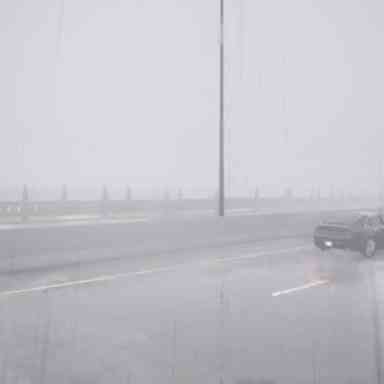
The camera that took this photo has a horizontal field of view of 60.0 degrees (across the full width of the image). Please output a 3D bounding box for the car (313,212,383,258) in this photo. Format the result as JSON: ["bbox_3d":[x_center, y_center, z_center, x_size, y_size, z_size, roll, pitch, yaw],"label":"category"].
[{"bbox_3d":[6.720,1.528,12.908,4.892,1.490,1.837,0,0,-35],"label":"car"}]
